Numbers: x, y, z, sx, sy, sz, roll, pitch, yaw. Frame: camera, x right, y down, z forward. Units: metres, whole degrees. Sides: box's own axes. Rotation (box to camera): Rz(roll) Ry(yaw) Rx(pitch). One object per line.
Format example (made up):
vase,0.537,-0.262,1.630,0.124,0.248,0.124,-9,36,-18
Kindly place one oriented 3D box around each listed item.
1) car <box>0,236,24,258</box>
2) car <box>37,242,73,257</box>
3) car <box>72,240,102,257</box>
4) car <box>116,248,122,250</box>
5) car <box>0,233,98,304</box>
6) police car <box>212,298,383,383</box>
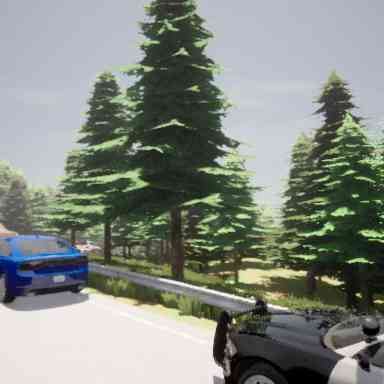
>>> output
car,-17.843,5.190,30.987,2.097,1.767,4.553,-1,-11,-3
car,-14.684,6.246,35.941,1.812,1.442,4.674,-2,-11,2
car,-14.384,7.879,45.917,2.150,2.045,5.566,-2,-11,2
car,-17.538,14.284,78.187,2.150,2.045,5.566,-1,-12,-4
car,-4.752,1.996,9.576,1.882,1.535,5.008,4,-6,-42
police car,2.444,1.679,2.948,5.238,1.638,1.930,-2,-5,44
